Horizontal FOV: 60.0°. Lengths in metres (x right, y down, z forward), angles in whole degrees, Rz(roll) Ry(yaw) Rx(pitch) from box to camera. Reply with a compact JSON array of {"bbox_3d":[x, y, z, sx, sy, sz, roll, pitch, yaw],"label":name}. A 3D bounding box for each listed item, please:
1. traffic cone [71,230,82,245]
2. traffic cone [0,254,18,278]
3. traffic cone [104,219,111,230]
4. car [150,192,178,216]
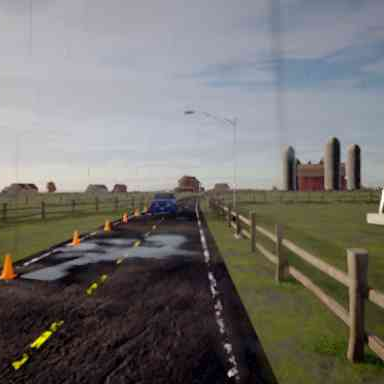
[{"bbox_3d":[-4.721,1.845,13.556,0.340,0.580,0.340,0,0,0],"label":"traffic cone"},{"bbox_3d":[-4.723,1.885,8.556,0.340,0.580,0.340,0,0,0],"label":"traffic cone"},{"bbox_3d":[-4.719,1.806,18.556,0.340,0.580,0.340,0,0,0],"label":"traffic cone"},{"bbox_3d":[-2.440,0.983,30.067,2.150,2.045,5.566,0,0,0],"label":"car"}]
